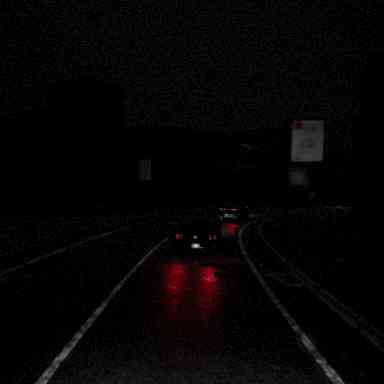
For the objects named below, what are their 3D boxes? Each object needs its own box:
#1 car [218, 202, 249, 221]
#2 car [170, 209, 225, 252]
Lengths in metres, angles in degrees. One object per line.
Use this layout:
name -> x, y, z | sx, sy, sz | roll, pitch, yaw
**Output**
car -> 3.588, 1.603, 28.183 | 2.128, 1.511, 4.902 | 2, 0, 21
car -> 0.343, 1.641, 14.077 | 1.895, 1.301, 4.718 | 0, 0, 5
